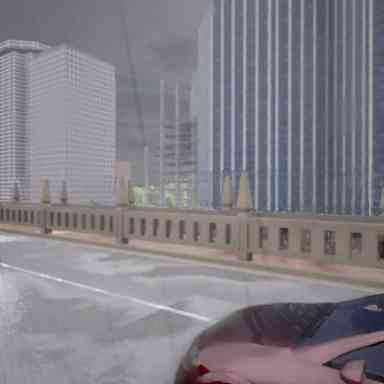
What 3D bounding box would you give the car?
[{"bbox_3d":[1.886,1.565,2.646,4.181,1.385,1.994,0,0,36],"label":"car"}]
